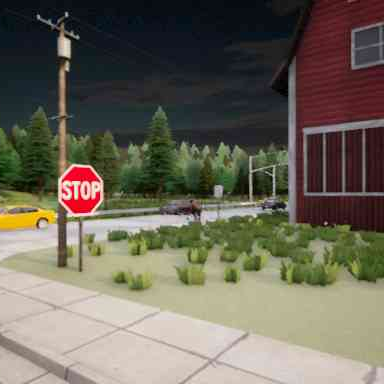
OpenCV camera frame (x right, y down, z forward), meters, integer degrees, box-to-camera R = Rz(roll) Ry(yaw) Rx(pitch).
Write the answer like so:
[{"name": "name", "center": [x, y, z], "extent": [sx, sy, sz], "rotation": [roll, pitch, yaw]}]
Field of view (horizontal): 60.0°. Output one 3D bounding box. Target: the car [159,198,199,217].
[{"name": "car", "center": [-1.215, 1.429, 32.786], "extent": [2.097, 1.767, 4.553], "rotation": [0, 0, 37]}]

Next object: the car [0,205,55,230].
[{"name": "car", "center": [-10.788, 1.556, 19.888], "extent": [1.882, 1.535, 5.008], "rotation": [0, 0, 37]}]

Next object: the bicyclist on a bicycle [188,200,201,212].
[{"name": "bicyclist on a bicycle", "center": [0.099, 1.349, 22.004], "extent": [1.656, 1.620, 0.582], "rotation": [-1, 0, 37]}]

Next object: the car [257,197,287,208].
[{"name": "car", "center": [10.471, 1.587, 42.326], "extent": [1.812, 1.442, 4.674], "rotation": [0, 0, 37]}]

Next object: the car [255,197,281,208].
[{"name": "car", "center": [11.342, 1.555, 49.552], "extent": [1.882, 1.535, 5.008], "rotation": [0, 0, 37]}]
